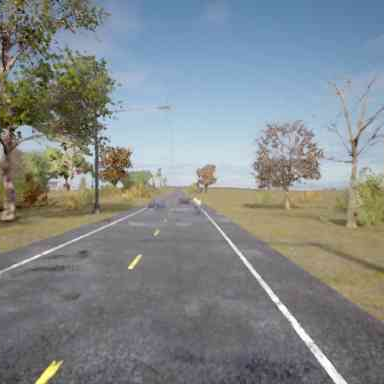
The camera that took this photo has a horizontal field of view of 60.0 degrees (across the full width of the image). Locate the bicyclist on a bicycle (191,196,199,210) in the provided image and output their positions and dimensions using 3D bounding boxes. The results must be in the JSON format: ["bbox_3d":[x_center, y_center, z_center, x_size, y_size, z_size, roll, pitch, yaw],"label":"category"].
[{"bbox_3d":[0.364,1.285,40.406,0.866,1.612,1.509,0,0,-2],"label":"bicyclist on a bicycle"}]

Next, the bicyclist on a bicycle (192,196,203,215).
[{"bbox_3d":[0.619,1.323,30.378,0.866,1.612,1.509,0,0,-1],"label":"bicyclist on a bicycle"}]

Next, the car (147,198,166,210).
[{"bbox_3d":[-4.214,1.415,40.261,1.994,1.385,4.181,0,0,-2],"label":"car"}]

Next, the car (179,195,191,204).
[{"bbox_3d":[-1.176,1.276,57.505,2.128,1.511,4.902,0,0,-2],"label":"car"}]

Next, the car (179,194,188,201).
[{"bbox_3d":[-1.933,1.265,75.245,1.994,1.385,4.181,0,0,-2],"label":"car"}]
